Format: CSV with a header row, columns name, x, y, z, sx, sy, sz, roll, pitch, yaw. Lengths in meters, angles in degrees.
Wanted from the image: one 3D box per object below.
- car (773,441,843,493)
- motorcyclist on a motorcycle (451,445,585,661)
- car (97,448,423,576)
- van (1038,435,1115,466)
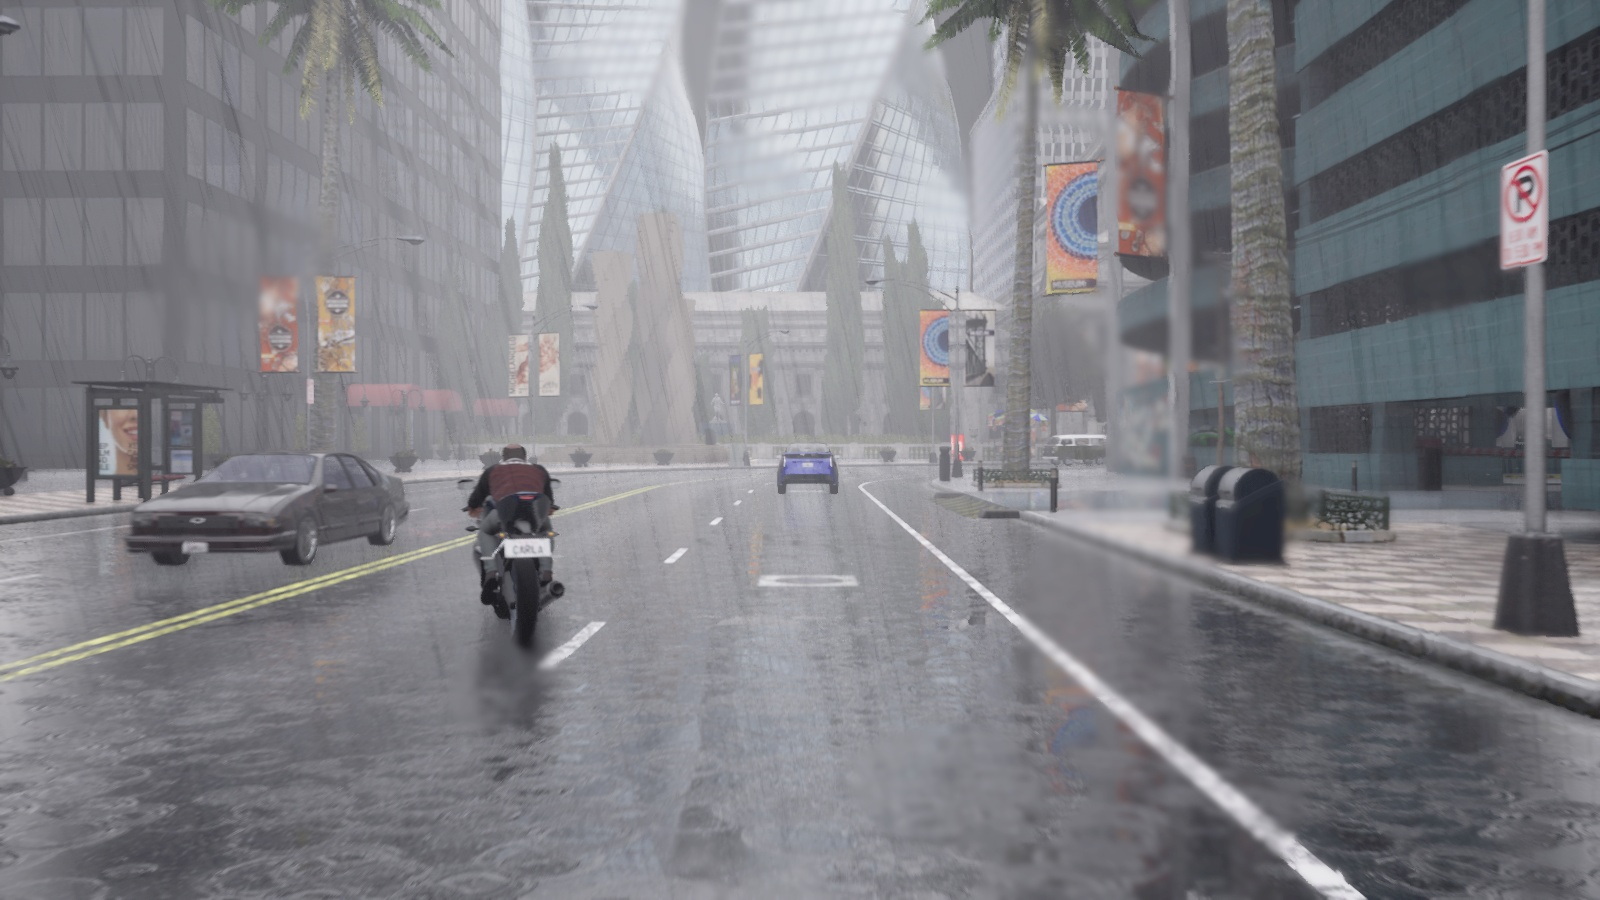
name,x,y,z,sx,sy,sz,roll,pitch,yaw
car,0.247,0.477,38.444,2.007,1.525,4.514,0,0,1
motorcyclist on a motorcycle,-2.305,0.723,10.052,0.866,1.530,2.191,0,0,-17
car,-6.890,0.694,16.824,2.033,1.411,5.357,0,0,0
van,18.105,0.021,82.315,4.480,2.038,2.069,0,0,-20
